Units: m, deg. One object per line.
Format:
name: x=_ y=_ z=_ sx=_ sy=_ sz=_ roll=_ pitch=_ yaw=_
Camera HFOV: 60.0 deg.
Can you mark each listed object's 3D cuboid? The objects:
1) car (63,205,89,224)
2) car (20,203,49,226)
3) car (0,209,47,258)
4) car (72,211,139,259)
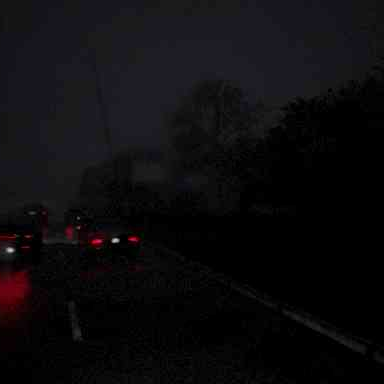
car: x=-9.802 y=1.861 z=28.285 sx=2.128 sy=1.511 sz=4.902 roll=0 pitch=-1 yaw=-23
car: x=-12.786 y=1.694 z=27.001 sx=2.097 sy=1.767 sz=4.553 roll=0 pitch=-1 yaw=-23
car: x=-6.907 y=1.674 z=13.188 sx=1.837 sy=1.490 sz=4.892 roll=0 pitch=0 yaw=-23
car: x=-3.566 y=1.729 z=13.616 sx=2.033 sy=1.411 sz=5.357 roll=0 pitch=-1 yaw=-23
